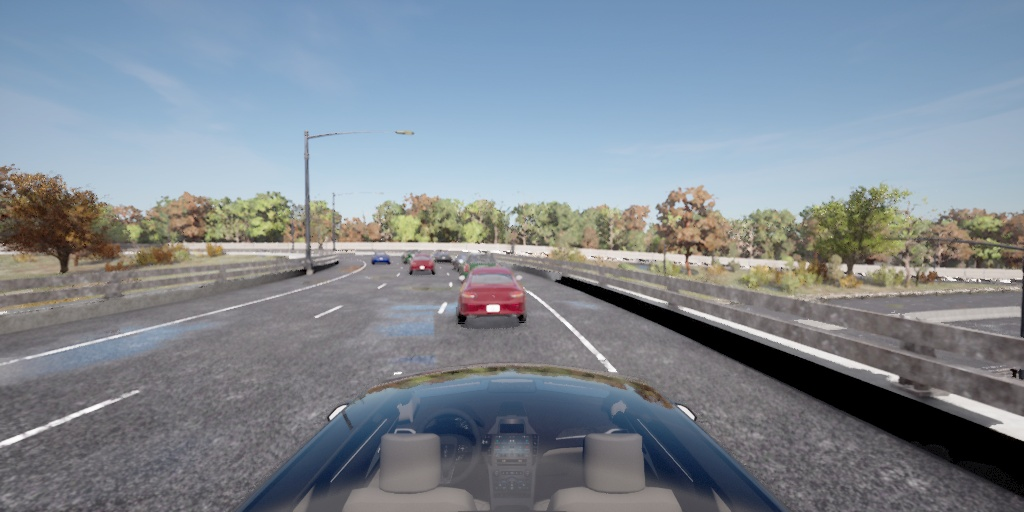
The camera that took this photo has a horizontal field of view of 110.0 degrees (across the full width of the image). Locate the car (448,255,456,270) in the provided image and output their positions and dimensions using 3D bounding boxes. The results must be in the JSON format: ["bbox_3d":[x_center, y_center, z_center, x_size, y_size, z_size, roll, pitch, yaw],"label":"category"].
[{"bbox_3d":[-3.803,0.534,29.805,2.033,1.411,5.357,0,2,-15],"label":"car"}]

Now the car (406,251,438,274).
[{"bbox_3d":[-6.876,0.577,27.535,1.812,1.442,4.674,0,2,-14],"label":"car"}]

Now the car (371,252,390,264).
[{"bbox_3d":[-15.736,0.207,42.879,1.994,1.385,4.181,-1,2,-23],"label":"car"}]

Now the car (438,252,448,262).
[{"bbox_3d":[-8.861,0.154,44.548,1.994,1.385,4.181,-1,2,-22],"label":"car"}]

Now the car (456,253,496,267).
[{"bbox_3d":[-1.833,0.606,19.908,2.097,1.767,4.553,0,2,-10],"label":"car"}]

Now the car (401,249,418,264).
[{"bbox_3d":[-12.137,-0.022,43.303,2.097,1.767,4.553,-1,2,-22],"label":"car"}]

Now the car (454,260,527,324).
[{"bbox_3d":[-0.632,1.027,10.845,1.812,1.442,4.674,0,2,-5],"label":"car"}]
